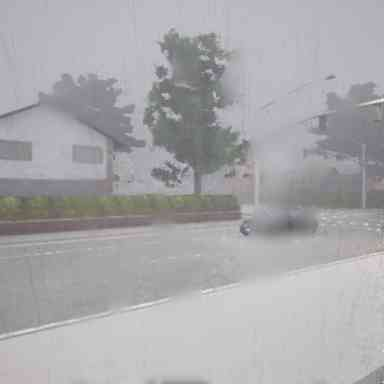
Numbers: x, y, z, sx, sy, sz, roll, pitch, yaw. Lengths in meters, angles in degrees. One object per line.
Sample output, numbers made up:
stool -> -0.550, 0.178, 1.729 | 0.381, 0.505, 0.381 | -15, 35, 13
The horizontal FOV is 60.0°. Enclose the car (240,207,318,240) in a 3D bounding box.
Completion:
car -> 4.533, 1.512, 16.933 | 4.674, 1.442, 1.812 | 0, 0, -36
